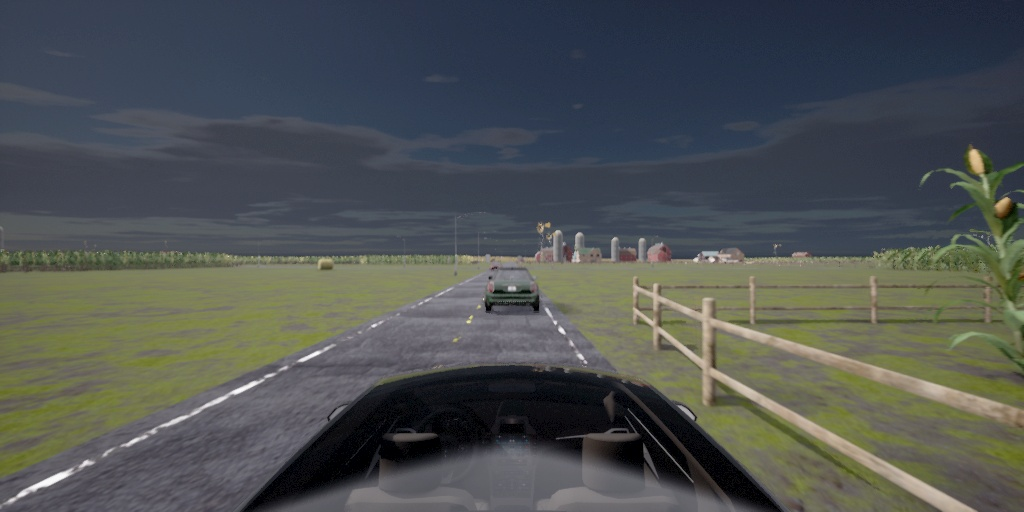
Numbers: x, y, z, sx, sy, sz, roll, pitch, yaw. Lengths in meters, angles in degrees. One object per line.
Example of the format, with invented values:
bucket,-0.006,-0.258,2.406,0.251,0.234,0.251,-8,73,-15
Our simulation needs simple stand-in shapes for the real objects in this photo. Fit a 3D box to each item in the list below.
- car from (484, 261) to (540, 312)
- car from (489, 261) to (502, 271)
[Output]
car,0.020,1.239,15.254,2.097,1.767,4.553,0,-1,0
car,-2.792,1.726,62.216,2.097,1.767,4.553,0,-1,1
